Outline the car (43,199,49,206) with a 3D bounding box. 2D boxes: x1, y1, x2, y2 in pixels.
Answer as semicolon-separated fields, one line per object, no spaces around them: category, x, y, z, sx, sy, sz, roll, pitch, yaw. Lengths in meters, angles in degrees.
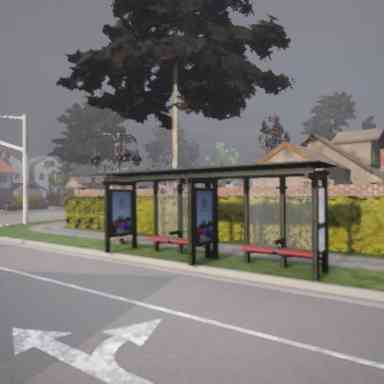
car;-25.040;1.555;54.166;3.806;1.475;1.970;-1;0;36
